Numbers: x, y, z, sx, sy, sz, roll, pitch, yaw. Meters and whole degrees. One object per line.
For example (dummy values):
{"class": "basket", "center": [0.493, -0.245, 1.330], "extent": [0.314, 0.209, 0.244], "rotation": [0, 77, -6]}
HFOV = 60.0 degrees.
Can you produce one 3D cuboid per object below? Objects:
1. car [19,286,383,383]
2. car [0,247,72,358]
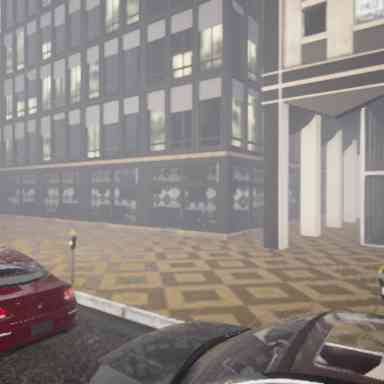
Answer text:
{"class": "car", "center": [1.047, 1.550, 2.125], "extent": [4.403, 1.369, 2.008], "rotation": [0, 0, 36]}
{"class": "car", "center": [-3.591, 1.571, 5.435], "extent": [4.206, 1.307, 1.802], "rotation": [0, 0, 36]}
